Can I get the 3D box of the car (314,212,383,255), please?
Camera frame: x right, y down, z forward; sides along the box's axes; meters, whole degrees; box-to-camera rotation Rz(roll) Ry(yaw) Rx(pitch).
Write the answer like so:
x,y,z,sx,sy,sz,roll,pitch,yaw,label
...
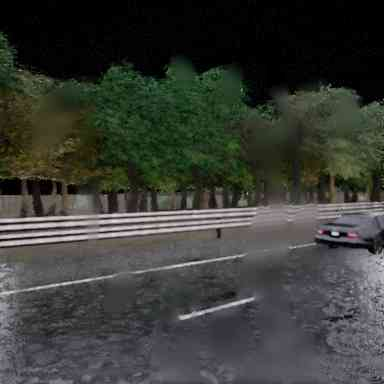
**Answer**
x,y,z,sx,sy,sz,roll,pitch,yaw,label
7.031,1.488,13.045,5.357,1.411,2.033,0,0,-35,car
